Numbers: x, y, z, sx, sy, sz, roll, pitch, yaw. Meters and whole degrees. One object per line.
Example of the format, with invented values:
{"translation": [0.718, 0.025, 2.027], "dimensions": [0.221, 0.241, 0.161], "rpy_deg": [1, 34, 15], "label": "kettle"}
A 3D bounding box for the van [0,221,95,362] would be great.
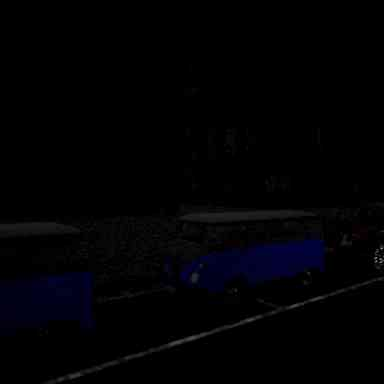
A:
{"translation": [-3.315, 1.342, 4.285], "dimensions": [3.998, 1.788, 1.690], "rpy_deg": [0, 0, -35], "label": "van"}

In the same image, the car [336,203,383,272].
{"translation": [5.930, 1.293, 10.877], "dimensions": [5.009, 1.841, 2.192], "rpy_deg": [0, 0, -35], "label": "car"}

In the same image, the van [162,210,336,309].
{"translation": [1.307, 1.331, 7.581], "dimensions": [3.998, 1.788, 1.690], "rpy_deg": [0, 0, -35], "label": "van"}
